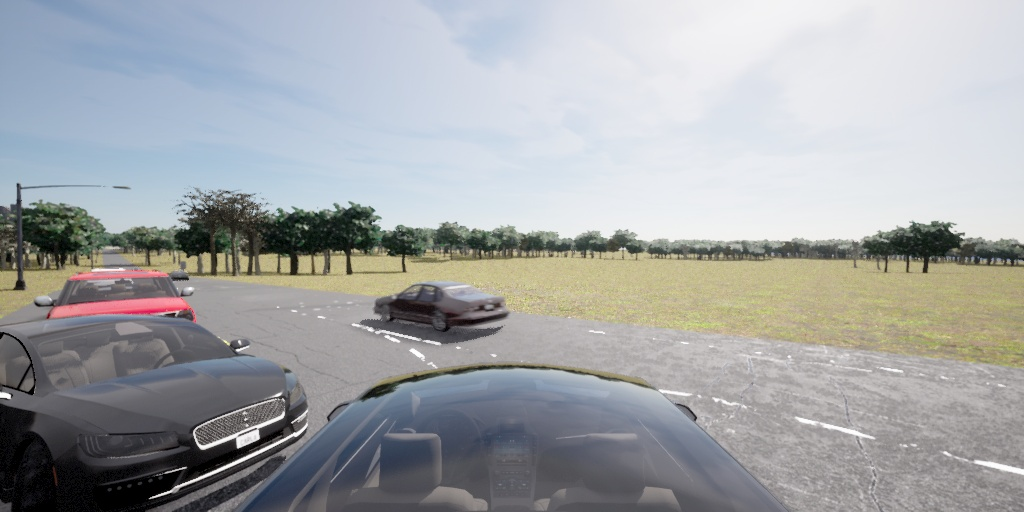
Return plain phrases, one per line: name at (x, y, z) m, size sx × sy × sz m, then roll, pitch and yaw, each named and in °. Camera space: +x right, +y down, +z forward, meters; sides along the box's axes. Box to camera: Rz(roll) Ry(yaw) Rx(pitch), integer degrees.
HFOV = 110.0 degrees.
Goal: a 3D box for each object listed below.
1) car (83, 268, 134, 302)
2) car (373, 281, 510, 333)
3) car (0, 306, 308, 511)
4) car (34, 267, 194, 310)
car at (-27.924, 1.881, 24.853) m, size 5.566 × 2.045 × 2.150 m, roll -2°, pitch 0°, yaw 41°
car at (-2.535, 1.555, 11.949) m, size 5.357 × 1.411 × 2.033 m, roll -2°, pitch 0°, yaw 41°
car at (-4.540, 1.444, 3.996) m, size 4.892 × 1.490 × 1.837 m, roll -3°, pitch -3°, yaw 21°
car at (-9.426, 1.383, 8.668) m, size 5.566 × 2.045 × 2.150 m, roll -2°, pitch 0°, yaw 41°
